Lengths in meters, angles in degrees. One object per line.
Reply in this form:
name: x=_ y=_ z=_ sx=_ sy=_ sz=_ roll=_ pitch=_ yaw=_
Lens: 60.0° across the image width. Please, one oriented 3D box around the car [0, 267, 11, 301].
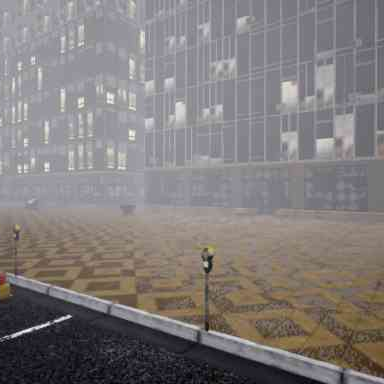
car: x=-5.589 y=1.526 z=6.827 sx=4.829 sy=1.417 sz=1.752 roll=0 pitch=0 yaw=35
